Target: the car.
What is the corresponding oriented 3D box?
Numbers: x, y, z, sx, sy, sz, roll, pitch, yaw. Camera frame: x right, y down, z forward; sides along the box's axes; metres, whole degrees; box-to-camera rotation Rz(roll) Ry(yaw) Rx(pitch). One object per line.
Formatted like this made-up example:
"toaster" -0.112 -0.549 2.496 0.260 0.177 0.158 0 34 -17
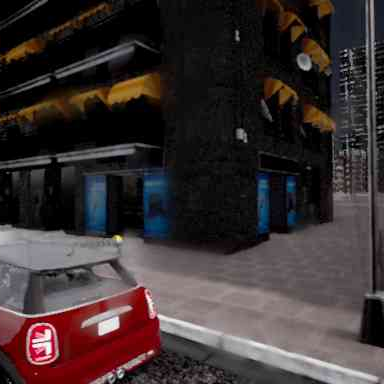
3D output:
"car" -2.459 1.430 4.637 4.097 1.590 1.967 0 -1 35
